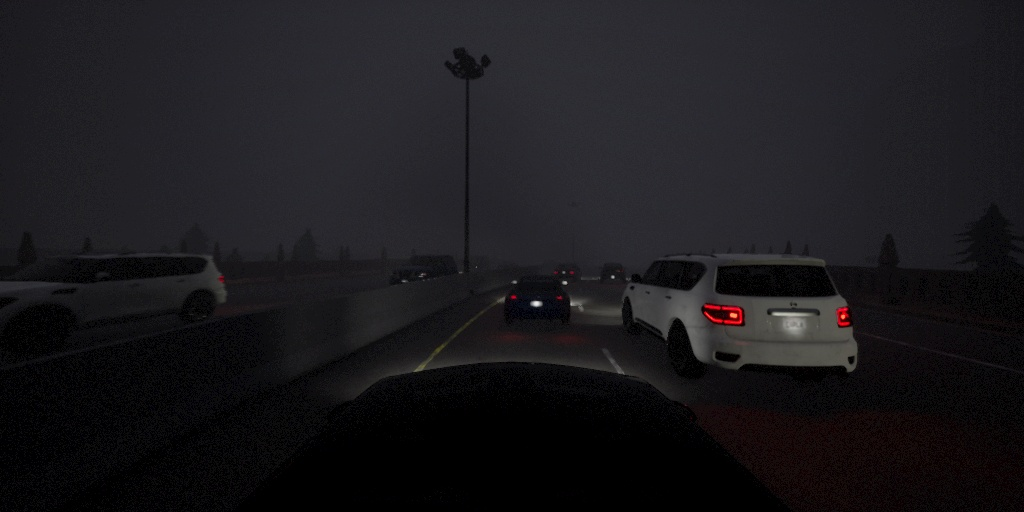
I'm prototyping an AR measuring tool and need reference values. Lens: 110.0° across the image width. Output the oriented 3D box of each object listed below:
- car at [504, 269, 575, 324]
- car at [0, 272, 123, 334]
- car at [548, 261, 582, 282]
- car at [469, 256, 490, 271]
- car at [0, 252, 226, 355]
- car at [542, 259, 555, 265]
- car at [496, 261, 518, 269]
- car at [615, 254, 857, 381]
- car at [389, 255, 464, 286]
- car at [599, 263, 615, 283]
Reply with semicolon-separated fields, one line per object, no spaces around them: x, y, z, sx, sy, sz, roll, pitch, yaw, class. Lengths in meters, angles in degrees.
0.898;1.303;12.010;1.994;1.385;4.181;0;0;6;car
-13.700;1.226;8.901;2.033;1.411;5.357;0;0;4;car
4.614;1.300;29.493;2.033;1.411;5.357;0;0;16;car
-4.667;0.966;48.283;2.150;2.045;5.566;0;0;17;car
-10.166;0.915;8.907;2.150;2.045;5.566;0;0;5;car
6.333;1.311;60.686;1.882;1.535;5.008;0;0;17;car
-0.692;1.363;49.388;1.895;1.301;4.718;0;0;17;car
3.907;0.979;7.421;2.150;2.045;5.566;0;0;4;car
-4.947;0.933;20.972;2.150;2.045;5.566;0;0;12;car
7.934;1.268;28.211;1.837;1.490;4.892;0;0;16;car
